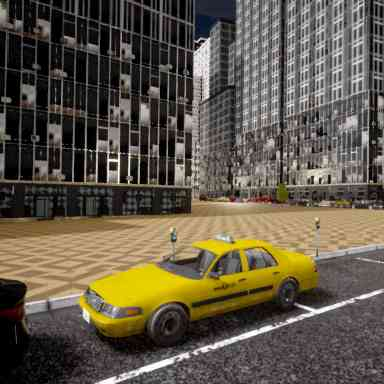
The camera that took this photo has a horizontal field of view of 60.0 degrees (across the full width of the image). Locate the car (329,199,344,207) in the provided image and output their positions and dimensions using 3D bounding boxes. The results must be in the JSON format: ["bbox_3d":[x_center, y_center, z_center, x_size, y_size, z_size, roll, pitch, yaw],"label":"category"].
[{"bbox_3d":[25.591,1.840,56.695,1.752,1.417,4.829,1,-1,-22],"label":"car"}]

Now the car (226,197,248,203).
[{"bbox_3d":[9.927,1.729,74.269,1.967,1.590,4.097,1,-1,-22],"label":"car"}]

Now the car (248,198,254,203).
[{"bbox_3d":[15.103,2.051,82.443,1.802,1.307,4.206,1,-1,-22],"label":"car"}]

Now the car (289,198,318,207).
[{"bbox_3d":[18.363,1.715,53.552,2.008,1.369,4.403,1,-1,-22],"label":"car"}]

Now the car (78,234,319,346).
[{"bbox_3d":[0.410,1.528,6.323,4.829,1.417,1.752,0,1,-35],"label":"car"}]

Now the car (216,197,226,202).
[{"bbox_3d":[7.881,1.845,79.289,1.752,1.417,4.829,1,-1,-22],"label":"car"}]

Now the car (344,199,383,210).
[{"bbox_3d":[22.581,1.653,43.194,2.008,1.369,4.403,1,-1,-22],"label":"car"}]

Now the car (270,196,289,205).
[{"bbox_3d":[16.255,1.636,58.732,1.967,1.590,4.097,1,-1,-22],"label":"car"}]

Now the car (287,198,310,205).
[{"bbox_3d":[21.434,1.927,66.900,2.008,1.369,4.403,1,-1,-22],"label":"car"}]

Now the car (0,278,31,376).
[{"bbox_3d":[-3.954,1.565,3.265,4.313,1.339,1.947,0,1,-36],"label":"car"}]

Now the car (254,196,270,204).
[{"bbox_3d":[17.217,1.753,77.265,2.192,1.841,5.009,1,-1,-22],"label":"car"}]

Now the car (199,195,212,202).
[{"bbox_3d":[3.601,1.698,89.806,2.192,1.841,5.009,1,-1,-22],"label":"car"}]

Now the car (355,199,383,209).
[{"bbox_3d":[27.765,1.833,51.356,2.008,1.369,4.403,1,-1,-22],"label":"car"}]
